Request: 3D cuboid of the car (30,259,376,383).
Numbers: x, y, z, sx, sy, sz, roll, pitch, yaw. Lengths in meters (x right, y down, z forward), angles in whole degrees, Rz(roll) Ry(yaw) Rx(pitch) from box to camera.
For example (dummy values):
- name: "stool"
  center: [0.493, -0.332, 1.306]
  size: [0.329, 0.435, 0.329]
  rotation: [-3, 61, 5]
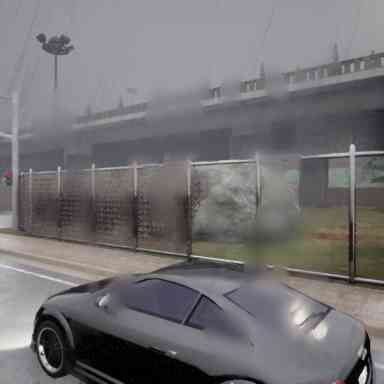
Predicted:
- name: "car"
  center: [-0.131, 1.564, 4.083]
  size: [4.181, 1.385, 1.994]
  rotation: [0, 0, 36]
